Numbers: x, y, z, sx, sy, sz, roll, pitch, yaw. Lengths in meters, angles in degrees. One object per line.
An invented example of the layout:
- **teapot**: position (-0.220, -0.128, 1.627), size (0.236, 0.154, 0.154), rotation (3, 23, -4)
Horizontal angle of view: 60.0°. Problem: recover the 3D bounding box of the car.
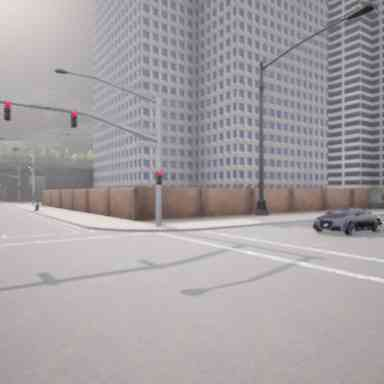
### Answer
- **car**: position (8.676, 1.539, 18.570), size (4.181, 1.385, 1.994), rotation (0, 0, -34)
